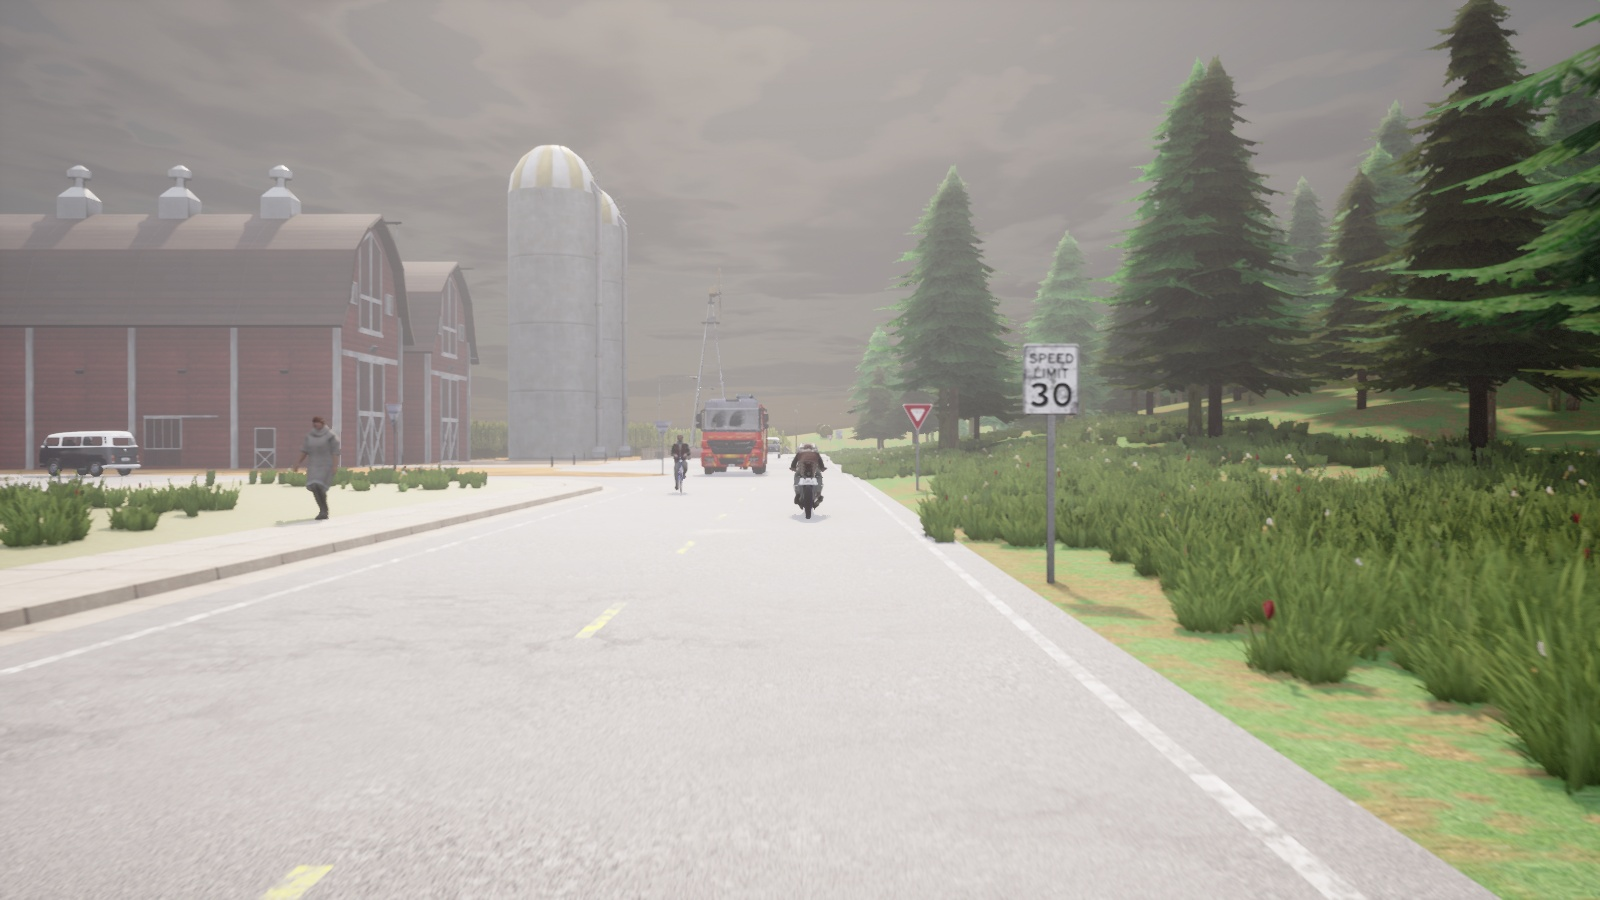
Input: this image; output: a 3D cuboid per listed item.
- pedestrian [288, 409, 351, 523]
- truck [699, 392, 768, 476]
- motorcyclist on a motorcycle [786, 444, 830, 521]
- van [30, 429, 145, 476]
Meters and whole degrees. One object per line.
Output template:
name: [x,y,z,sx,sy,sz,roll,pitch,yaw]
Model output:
pedestrian: [-8.376,0.272,21.903,0.659,1.952,0.873,0,0,12]
truck: [-3.124,-0.768,61.562,2.891,3.827,8.468,0,0,0]
motorcyclist on a motorcycle: [0.166,0.636,25.837,0.866,1.530,2.191,0,0,0]
van: [-32.120,0.113,56.667,4.480,2.038,2.069,0,0,19]
